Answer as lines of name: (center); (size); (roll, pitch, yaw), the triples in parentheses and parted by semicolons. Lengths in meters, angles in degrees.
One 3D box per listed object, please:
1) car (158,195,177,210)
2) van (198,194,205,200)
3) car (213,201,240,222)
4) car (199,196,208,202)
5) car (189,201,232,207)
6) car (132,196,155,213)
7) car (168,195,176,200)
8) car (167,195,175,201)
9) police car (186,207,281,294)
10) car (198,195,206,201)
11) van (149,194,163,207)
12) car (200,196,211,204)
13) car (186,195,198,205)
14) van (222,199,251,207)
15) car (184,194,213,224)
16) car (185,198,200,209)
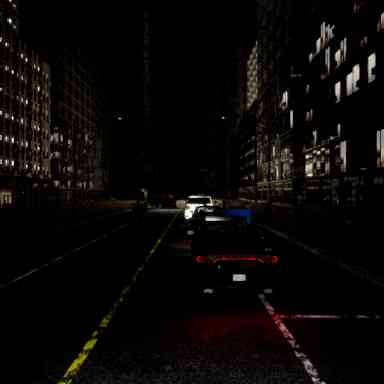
car: (-3.004, 1.530, 44.116); (1.812, 1.442, 4.674); (0, 0, 0)
van: (2.679, 1.354, 94.754); (1.690, 1.788, 3.998); (0, 0, 0)
car: (2.686, 1.527, 26.908); (1.752, 1.417, 4.829); (0, 0, 0)
car: (2.681, 1.555, 77.750); (1.887, 1.381, 4.507); (0, 0, 0)
car: (0.899, 1.479, 18.804); (1.882, 1.535, 5.008); (0, 0, 0)
car: (-5.695, 1.528, 37.904); (1.752, 1.417, 4.829); (0, 0, 0)
car: (-5.701, 1.579, 94.754); (1.947, 1.339, 4.313); (0, 0, 0)
car: (-5.701, 1.557, 89.087); (1.887, 1.381, 4.507); (0, 0, 0)
police car: (0.900, 1.425, 8.913); (1.930, 1.638, 5.238); (0, 0, 0)
car: (2.679, 1.557, 89.086); (1.887, 1.381, 4.507); (0, 0, 0)
van: (-5.697, 1.346, 49.411); (1.690, 1.788, 3.998); (0, 0, 0)
car: (2.682, 1.559, 66.414); (2.008, 1.369, 4.403); (0, 0, 0)
car: (-0.006, 1.359, 60.130); (2.097, 1.767, 4.553); (0, 0, 0)
van: (2.686, 1.342, 21.070); (1.690, 1.788, 3.998); (0, 0, 0)
car: (0.658, 1.225, 24.913); (2.150, 2.045, 5.566); (0, 0, 4)
car: (0.014, 1.568, 46.199); (1.994, 1.385, 4.181); (0, 0, 0)
